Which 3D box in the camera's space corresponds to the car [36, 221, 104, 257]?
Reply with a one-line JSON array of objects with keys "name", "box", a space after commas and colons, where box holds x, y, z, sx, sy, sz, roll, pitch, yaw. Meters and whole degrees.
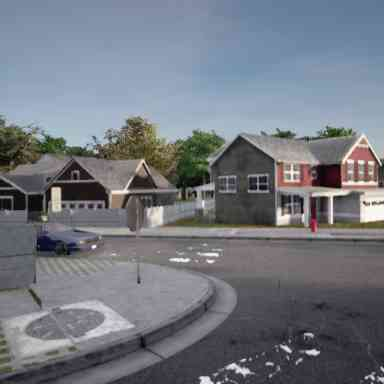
[{"name": "car", "box": [-6.856, 2.110, 15.560, 5.357, 1.411, 2.033, -2, 0, 19]}]
